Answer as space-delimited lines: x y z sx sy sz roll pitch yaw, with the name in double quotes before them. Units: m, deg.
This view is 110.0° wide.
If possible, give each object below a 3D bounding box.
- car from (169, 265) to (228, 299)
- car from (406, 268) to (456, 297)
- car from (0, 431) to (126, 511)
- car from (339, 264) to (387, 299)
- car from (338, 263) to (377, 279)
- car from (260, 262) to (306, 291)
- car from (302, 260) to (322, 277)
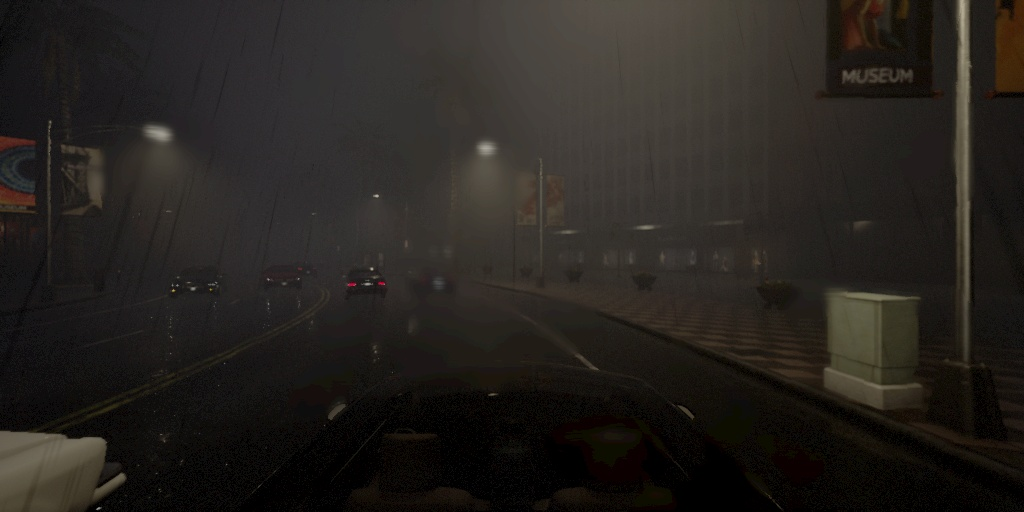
"car" -15.940 1.259 18.431 1.837 1.490 4.892 1 0 -34
"car" -4.429 1.315 19.348 1.994 1.385 4.181 0 0 -25
"car" -3.501 1.352 0.172 1.895 1.301 4.718 0 0 1
"car" -7.518 1.299 18.214 2.033 1.411 5.357 0 0 -25
"car" -14.549 1.355 33.540 1.895 1.301 4.718 0 0 -43
"car" -14.101 1.280 21.934 1.812 1.442 4.674 0 0 -36
"car" -20.094 1.281 34.282 1.812 1.442 4.674 0 0 -43
